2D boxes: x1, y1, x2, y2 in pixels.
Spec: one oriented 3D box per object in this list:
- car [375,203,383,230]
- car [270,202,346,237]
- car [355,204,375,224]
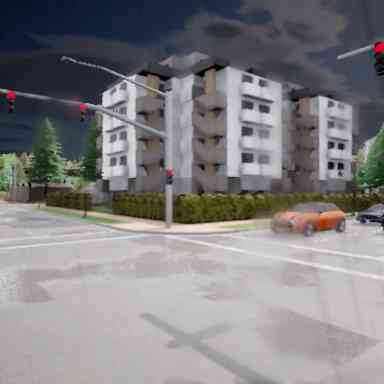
[{"bbox_3d":[12.594,1.198,18.453,5.566,2.045,2.150,0,0,-40],"label":"car"},{"bbox_3d":[6.306,1.333,17.946,4.553,1.767,2.097,0,0,-37],"label":"car"},{"bbox_3d":[13.816,1.519,23.718,5.357,1.411,2.033,0,0,-37],"label":"car"}]
